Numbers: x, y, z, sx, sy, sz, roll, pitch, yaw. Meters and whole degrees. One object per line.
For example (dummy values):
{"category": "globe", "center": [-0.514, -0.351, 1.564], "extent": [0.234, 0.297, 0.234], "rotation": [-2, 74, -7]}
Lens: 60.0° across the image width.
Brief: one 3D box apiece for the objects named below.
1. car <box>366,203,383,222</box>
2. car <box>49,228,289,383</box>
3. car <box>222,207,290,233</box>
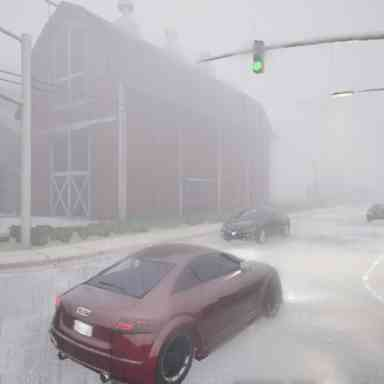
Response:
{"category": "car", "center": [14.899, 1.580, 25.858], "extent": [2.033, 1.411, 5.357], "rotation": [0, 0, 36]}
{"category": "car", "center": [-0.077, 1.568, 5.499], "extent": [1.994, 1.385, 4.181], "rotation": [0, 0, 37]}
{"category": "car", "center": [3.185, 1.513, 15.994], "extent": [1.837, 1.490, 4.892], "rotation": [0, 0, 36]}
